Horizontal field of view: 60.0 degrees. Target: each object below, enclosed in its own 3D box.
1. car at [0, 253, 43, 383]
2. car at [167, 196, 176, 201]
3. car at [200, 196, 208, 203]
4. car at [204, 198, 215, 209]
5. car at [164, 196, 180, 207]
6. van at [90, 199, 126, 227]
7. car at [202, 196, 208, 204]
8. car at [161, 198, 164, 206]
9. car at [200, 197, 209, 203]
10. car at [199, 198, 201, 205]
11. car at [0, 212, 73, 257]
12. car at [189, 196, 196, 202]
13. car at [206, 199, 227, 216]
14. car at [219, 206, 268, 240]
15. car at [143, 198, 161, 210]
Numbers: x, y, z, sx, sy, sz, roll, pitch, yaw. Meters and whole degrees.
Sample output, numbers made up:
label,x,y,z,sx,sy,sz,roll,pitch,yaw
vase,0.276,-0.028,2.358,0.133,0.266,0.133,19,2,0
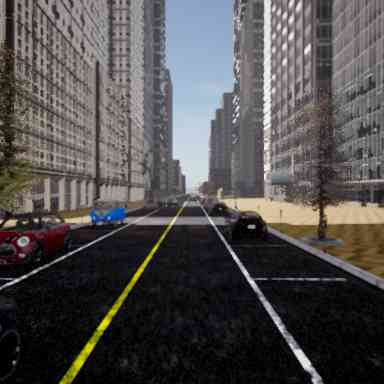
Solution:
label,x,y,z,sx,sy,sz,roll,pitch,yaw
car,-3.098,1.571,2.523,1.994,1.385,4.181,0,0,0
car,-5.592,1.807,90.467,2.008,1.369,4.403,-1,0,0
car,2.775,1.756,79.352,1.752,1.417,4.829,-1,0,0
car,2.728,1.703,39.683,1.802,1.307,4.206,-1,0,0
car,-2.988,1.709,54.918,2.033,1.411,5.357,0,0,1
van,-5.676,1.409,22.772,1.690,1.788,3.998,-1,0,0
car,2.734,1.577,45.326,1.967,1.590,4.097,-1,0,0
car,-5.633,1.731,56.619,1.947,1.339,4.313,-1,0,0
car,2.768,1.760,73.539,1.887,1.381,4.507,-1,0,0
car,2.425,1.713,63.517,1.812,1.442,4.674,0,0,0
car,-5.688,1.474,11.489,1.967,1.590,4.097,-1,0,0
car,0.096,1.740,81.608,2.033,1.411,5.357,0,0,0
car,2.722,1.670,34.041,1.947,1.339,4.313,-1,0,0
car,2.701,1.620,17.112,1.947,1.339,4.313,-1,0,0
car,-5.646,1.715,45.337,1.802,1.307,4.206,-1,0,0
